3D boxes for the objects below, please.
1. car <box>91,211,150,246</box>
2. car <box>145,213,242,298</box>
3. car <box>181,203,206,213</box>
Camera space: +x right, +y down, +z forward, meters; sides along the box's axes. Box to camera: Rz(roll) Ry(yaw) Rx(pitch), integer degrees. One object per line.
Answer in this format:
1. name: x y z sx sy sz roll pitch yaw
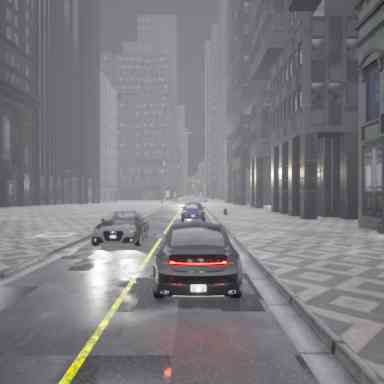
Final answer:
1. car: -3.101 1.573 15.064 1.994 1.385 4.181 0 0 0
2. car: 0.105 1.508 8.483 1.837 1.490 4.892 0 0 0
3. car: 0.100 1.556 26.329 1.812 1.442 4.674 0 0 0
